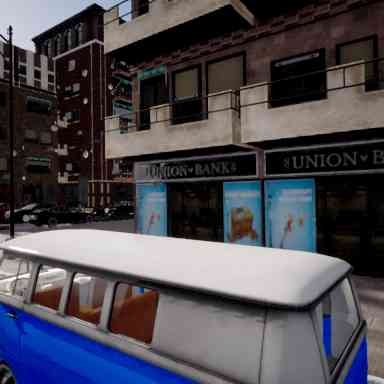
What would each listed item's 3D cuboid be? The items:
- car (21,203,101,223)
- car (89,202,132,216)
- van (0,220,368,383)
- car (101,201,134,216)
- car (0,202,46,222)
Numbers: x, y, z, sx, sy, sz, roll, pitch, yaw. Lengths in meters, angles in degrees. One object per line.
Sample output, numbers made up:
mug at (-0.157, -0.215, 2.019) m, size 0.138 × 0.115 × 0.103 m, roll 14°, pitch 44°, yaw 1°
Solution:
car at (-8.663, 1.583, 22.333) m, size 1.947 × 1.339 × 4.313 m, roll -2°, pitch -1°, yaw 36°
car at (-8.795, 1.797, 36.384) m, size 1.947 × 1.339 × 4.313 m, roll -2°, pitch -1°, yaw 36°
van at (-0.485, 1.342, 3.196) m, size 3.998 × 1.788 × 1.690 m, roll 0°, pitch -1°, yaw 35°
car at (-6.915, 1.674, 34.558) m, size 2.128 × 1.511 × 4.902 m, roll -1°, pitch -1°, yaw 36°
car at (-12.458, 1.635, 26.955) m, size 1.837 × 1.490 × 4.892 m, roll -1°, pitch -1°, yaw 36°
